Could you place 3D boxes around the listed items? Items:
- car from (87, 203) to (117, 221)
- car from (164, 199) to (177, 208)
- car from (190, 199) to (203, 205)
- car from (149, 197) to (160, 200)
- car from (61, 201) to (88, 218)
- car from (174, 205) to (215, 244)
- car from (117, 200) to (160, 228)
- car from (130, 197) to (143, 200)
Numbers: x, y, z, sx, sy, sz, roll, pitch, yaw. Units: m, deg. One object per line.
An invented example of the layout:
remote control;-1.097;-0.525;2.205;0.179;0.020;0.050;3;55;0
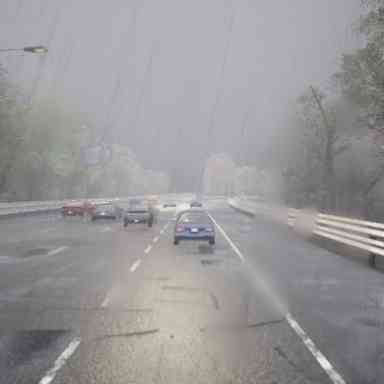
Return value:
car;-6.899;1.644;27.757;1.994;1.385;4.181;0;0;0
car;-3.399;1.751;52.637;1.895;1.301;4.718;0;0;0
car;0.789;1.750;52.663;1.895;1.301;4.718;0;0;4
car;-6.899;1.651;60.518;1.882;1.535;5.008;0;0;0
car;-10.399;1.566;30.842;1.882;1.535;5.008;0;0;0
car;0.099;1.593;15.967;2.033;1.411;5.357;0;0;0
car;-3.399;1.557;22.812;2.128;1.511;4.902;0;0;0
car;-10.400;1.683;61.987;1.837;1.490;4.892;0;0;0
